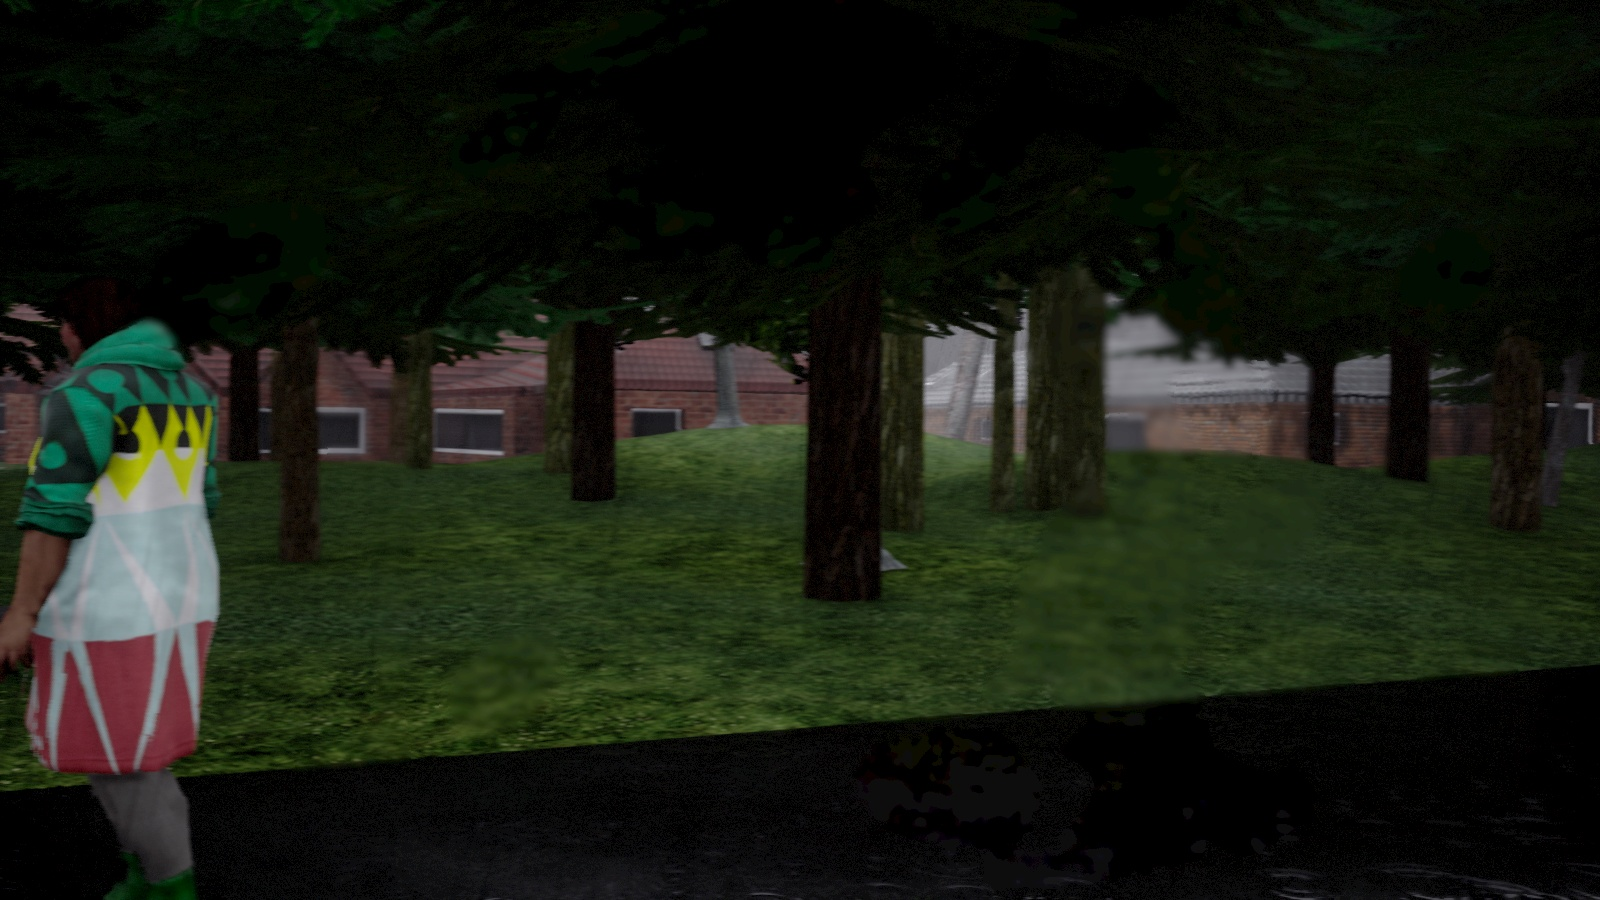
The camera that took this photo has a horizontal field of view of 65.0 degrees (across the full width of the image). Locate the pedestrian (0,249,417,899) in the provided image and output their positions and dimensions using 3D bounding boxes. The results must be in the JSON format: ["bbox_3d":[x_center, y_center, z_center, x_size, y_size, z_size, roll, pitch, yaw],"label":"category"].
[{"bbox_3d":[-1.631,0.468,3.524,0.873,1.952,0.659,-1,1,1],"label":"pedestrian"}]
